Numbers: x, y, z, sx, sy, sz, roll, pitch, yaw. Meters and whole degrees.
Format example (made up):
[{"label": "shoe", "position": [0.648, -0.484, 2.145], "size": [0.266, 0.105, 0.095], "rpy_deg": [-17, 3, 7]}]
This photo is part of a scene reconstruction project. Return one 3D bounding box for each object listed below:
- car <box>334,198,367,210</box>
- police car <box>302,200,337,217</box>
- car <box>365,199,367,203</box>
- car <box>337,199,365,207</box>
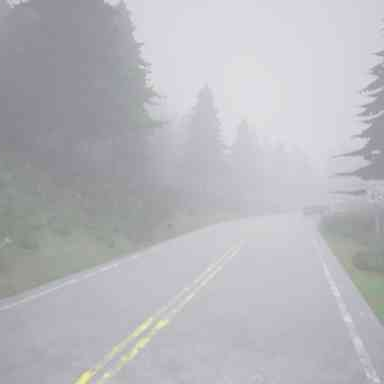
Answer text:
[{"label": "car", "position": [23.295, 1.707, 48.838], "size": [4.892, 1.490, 1.837], "rpy_deg": [-1, -4, -30]}, {"label": "police car", "position": [12.703, 1.597, 33.573], "size": [1.930, 1.638, 5.238], "rpy_deg": [-3, -1, 35]}, {"label": "car", "position": [23.289, 1.324, 44.090], "size": [4.553, 1.767, 2.097], "rpy_deg": [-2, -3, -34]}, {"label": "car", "position": [18.879, 1.609, 40.573], "size": [4.674, 1.442, 1.812], "rpy_deg": [-1, -3, -42]}]
